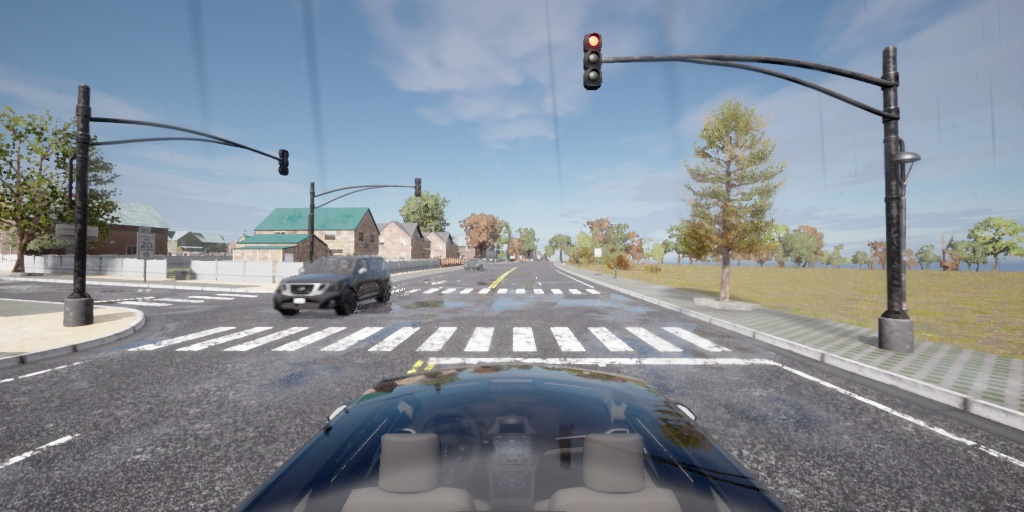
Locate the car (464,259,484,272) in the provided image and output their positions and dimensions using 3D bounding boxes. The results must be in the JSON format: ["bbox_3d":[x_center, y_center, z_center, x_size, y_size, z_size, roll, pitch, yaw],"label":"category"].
[{"bbox_3d":[-5.141,1.160,48.743,2.097,1.767,4.553,0,0,3],"label":"car"}]

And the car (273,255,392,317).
[{"bbox_3d":[-6.383,0.998,13.594,2.150,2.045,5.566,0,0,1],"label":"car"}]
